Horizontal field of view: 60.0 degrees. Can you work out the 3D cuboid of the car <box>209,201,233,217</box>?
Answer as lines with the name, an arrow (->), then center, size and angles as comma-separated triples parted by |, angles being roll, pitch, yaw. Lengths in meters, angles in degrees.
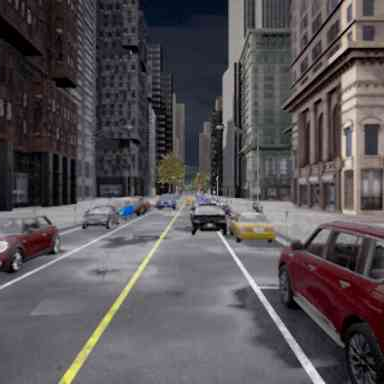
car -> 2.765, 1.586, 32.559 | 2.008, 1.369, 4.403 | 0, 0, 0

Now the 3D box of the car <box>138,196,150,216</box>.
car -> -5.776, 1.350, 32.573 | 2.192, 1.841, 5.009 | 0, 0, 0

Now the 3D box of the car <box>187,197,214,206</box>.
car -> 0.786, 1.511, 29.046 | 1.882, 1.535, 5.008 | 0, 0, 2

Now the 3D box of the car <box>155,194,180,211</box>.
car -> -3.095, 1.269, 42.477 | 2.150, 2.045, 5.566 | 0, 0, 0

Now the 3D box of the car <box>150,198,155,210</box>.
car -> -5.779, 1.586, 38.098 | 1.887, 1.381, 4.507 | 0, 0, 0

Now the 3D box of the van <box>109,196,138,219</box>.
van -> -5.774, 1.370, 27.048 | 1.690, 1.788, 3.998 | 0, 0, 0

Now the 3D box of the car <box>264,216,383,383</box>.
car -> 2.768, 1.320, 4.935 | 2.192, 1.841, 5.009 | 0, 0, 0

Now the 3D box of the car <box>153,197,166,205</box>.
car -> -5.789, 1.611, 60.200 | 1.887, 1.381, 4.507 | 0, 0, 0

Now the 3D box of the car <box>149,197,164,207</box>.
car -> -5.787, 1.605, 54.674 | 1.887, 1.381, 4.507 | 0, 0, 0

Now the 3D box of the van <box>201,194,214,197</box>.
van -> 2.765, 1.401, 54.660 | 1.690, 1.788, 3.998 | 0, 0, 0

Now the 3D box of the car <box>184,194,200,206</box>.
car -> -0.013, 1.538, 55.373 | 1.882, 1.535, 5.008 | 0, 0, 0

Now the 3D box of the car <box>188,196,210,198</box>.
car -> 0.790, 1.517, 34.996 | 1.882, 1.535, 5.008 | 0, 0, -2

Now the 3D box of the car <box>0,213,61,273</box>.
car -> -5.767, 1.451, 10.471 | 1.967, 1.590, 4.097 | 0, 0, 0

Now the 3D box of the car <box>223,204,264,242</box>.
car -> 2.766, 1.542, 16.154 | 1.752, 1.417, 4.829 | 0, 0, 0

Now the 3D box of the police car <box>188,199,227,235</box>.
police car -> 0.895, 1.446, 19.132 | 1.930, 1.638, 5.238 | 0, 0, 0

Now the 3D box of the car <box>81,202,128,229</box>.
car -> -5.772, 1.574, 21.522 | 2.008, 1.369, 4.403 | 0, 0, 0

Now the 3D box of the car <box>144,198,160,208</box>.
car -> -5.784, 1.579, 48.979 | 1.752, 1.417, 4.829 | 0, 0, 0
